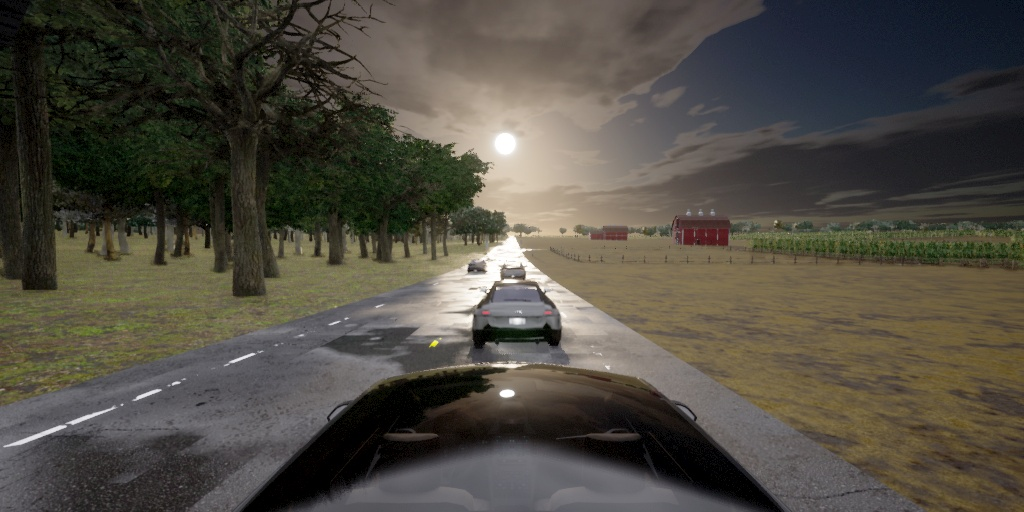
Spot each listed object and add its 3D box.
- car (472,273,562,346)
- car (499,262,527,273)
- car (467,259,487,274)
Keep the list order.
[{"bbox_3d":[0.094,1.306,9.369,1.994,1.385,4.181,0,0,0],"label":"car"},{"bbox_3d":[0.073,1.162,26.975,2.128,1.511,4.902,0,1,0],"label":"car"},{"bbox_3d":[-3.637,1.055,38.221,2.033,1.411,5.357,0,1,0],"label":"car"}]
